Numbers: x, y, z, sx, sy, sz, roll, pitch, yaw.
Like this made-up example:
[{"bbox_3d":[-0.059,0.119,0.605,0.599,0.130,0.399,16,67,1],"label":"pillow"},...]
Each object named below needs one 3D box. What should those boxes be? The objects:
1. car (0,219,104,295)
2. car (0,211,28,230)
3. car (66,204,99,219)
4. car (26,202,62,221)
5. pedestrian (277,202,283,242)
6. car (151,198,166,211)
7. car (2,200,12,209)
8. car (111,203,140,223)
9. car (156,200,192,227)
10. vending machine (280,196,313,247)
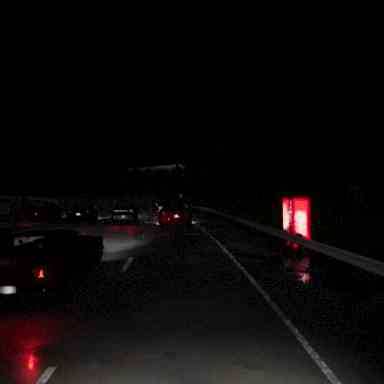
[{"bbox_3d":[-3.686,1.635,8.741,1.895,1.301,4.718,0,0,-3],"label":"car"},{"bbox_3d":[-7.270,1.537,10.098,2.128,1.511,4.902,0,0,-3],"label":"car"},{"bbox_3d":[-8.923,1.666,27.315,1.994,1.385,4.181,0,0,-8],"label":"car"},{"bbox_3d":[-12.638,1.591,28.631,1.882,1.535,5.008,0,0,-8],"label":"car"},{"bbox_3d":[4.121,1.333,15.019,0.375,1.860,0.375,0,0,-4],"label":"pedestrian"},{"bbox_3d":[-3.703,1.467,38.886,1.812,1.442,4.674,0,0,-11],"label":"car"},{"bbox_3d":[-27.064,1.696,47.123,2.128,1.511,4.902,0,0,-14],"label":"car"},{"bbox_3d":[-5.275,1.584,26.507,2.128,1.511,4.902,0,0,-7],"label":"car"},{"bbox_3d":[-1.153,1.437,21.578,1.994,1.385,4.181,0,0,-6],"label":"car"},{"bbox_3d":[4.480,1.232,14.303,1.100,2.100,0.880,0,0,-4],"label":"vending machine"}]
